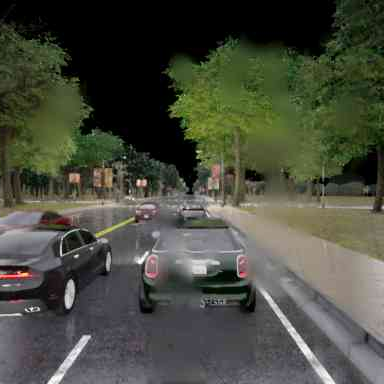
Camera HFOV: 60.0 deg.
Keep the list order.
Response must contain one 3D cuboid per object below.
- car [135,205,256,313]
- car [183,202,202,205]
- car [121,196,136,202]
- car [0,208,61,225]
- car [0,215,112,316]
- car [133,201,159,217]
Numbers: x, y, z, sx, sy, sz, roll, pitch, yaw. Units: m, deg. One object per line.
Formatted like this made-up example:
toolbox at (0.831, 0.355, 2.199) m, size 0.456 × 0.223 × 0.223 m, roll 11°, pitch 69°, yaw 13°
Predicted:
car at (0.089, 1.351, 7.818) m, size 2.097 × 1.767 × 4.553 m, roll 0°, pitch 0°, yaw 0°
car at (0.057, 1.497, 24.216) m, size 2.128 × 1.511 × 4.902 m, roll 0°, pitch 0°, yaw 0°
car at (-9.835, 1.178, 51.903) m, size 1.812 × 1.442 × 4.674 m, roll 0°, pitch 0°, yaw 0°
car at (-6.623, 1.477, 13.590) m, size 1.882 × 1.535 × 5.008 m, roll 0°, pitch 0°, yaw 0°
car at (-3.162, 1.504, 7.545) m, size 1.837 × 1.490 × 4.892 m, roll 0°, pitch 0°, yaw 0°
car at (-3.192, 1.532, 25.435) m, size 1.812 × 1.442 × 4.674 m, roll 0°, pitch 0°, yaw 0°
